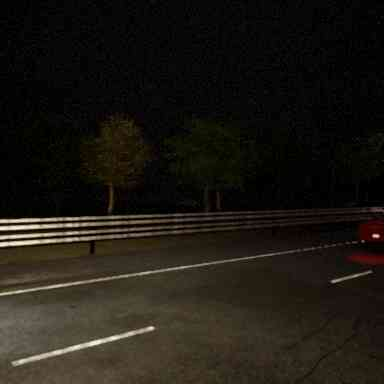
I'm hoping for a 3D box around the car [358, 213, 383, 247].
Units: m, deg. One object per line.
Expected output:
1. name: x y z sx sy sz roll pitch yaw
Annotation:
1. car: 9.357 1.635 14.728 5.008 1.535 1.882 1 0 -36
